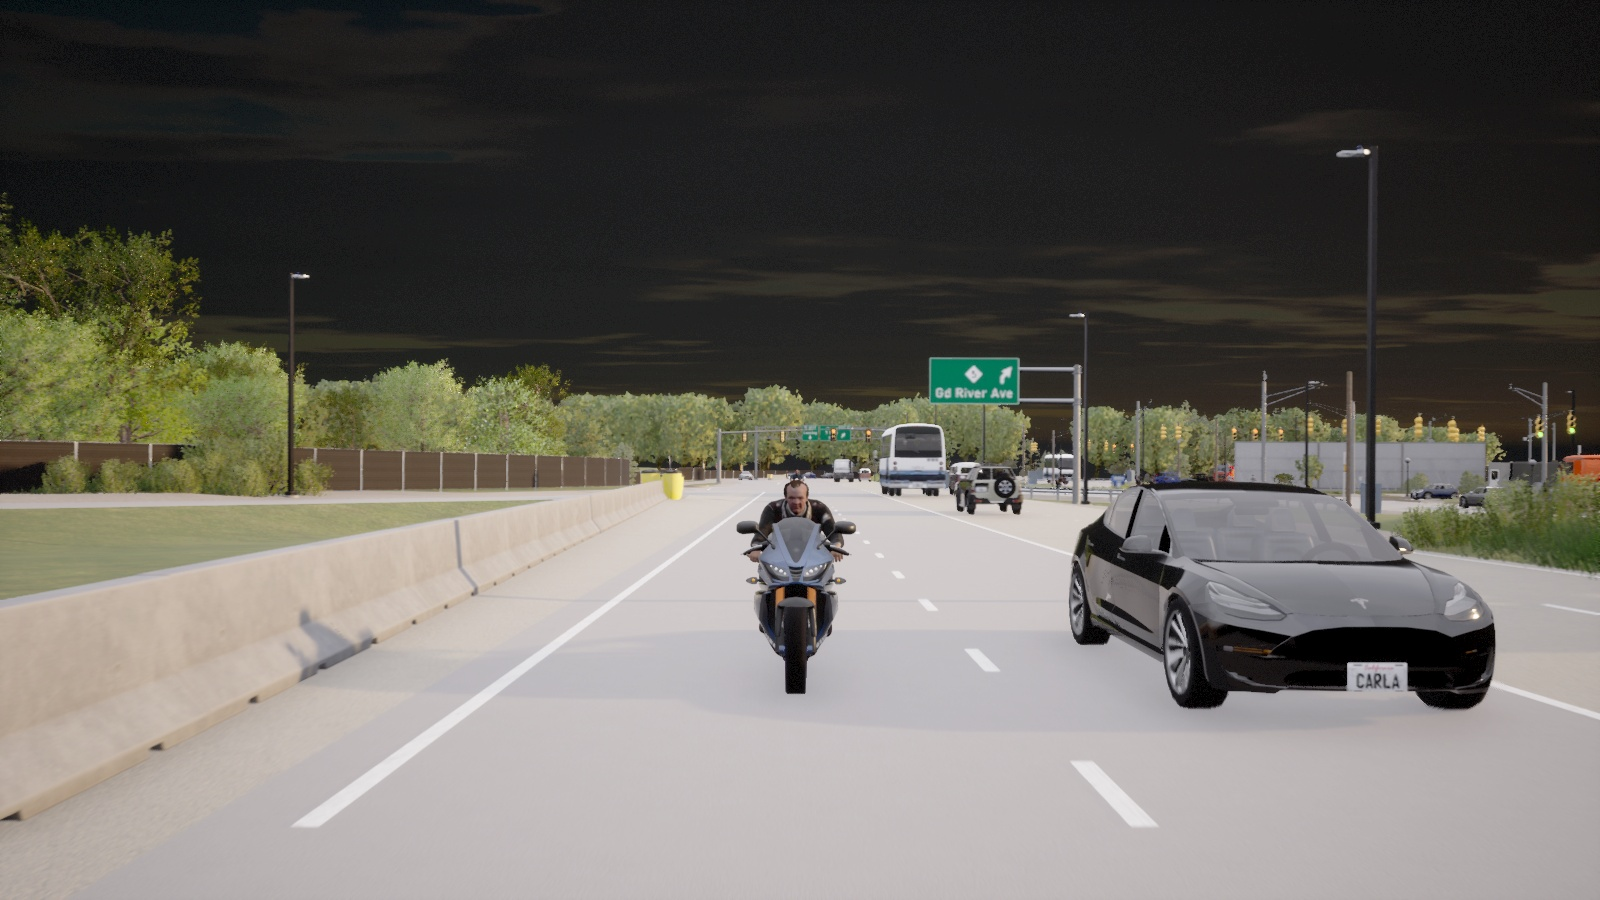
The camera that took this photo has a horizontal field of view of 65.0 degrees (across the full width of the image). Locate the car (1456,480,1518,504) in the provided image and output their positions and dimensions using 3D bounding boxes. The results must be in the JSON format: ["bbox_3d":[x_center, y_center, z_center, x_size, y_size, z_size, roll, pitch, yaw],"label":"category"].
[{"bbox_3d":[45.013,2.743,82.360,1.970,1.475,3.806,0,-1,-1],"label":"car"}]

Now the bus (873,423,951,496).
[{"bbox_3d":[6.813,0.636,78.164,3.944,4.253,10.273,0,-1,0],"label":"bus"}]

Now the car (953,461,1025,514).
[{"bbox_3d":[6.892,1.343,46.249,1.932,1.855,4.605,0,-1,0],"label":"car"}]

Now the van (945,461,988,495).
[{"bbox_3d":[10.317,1.721,78.152,2.069,2.038,4.480,0,-1,0],"label":"van"}]

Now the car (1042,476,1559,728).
[{"bbox_3d":[3.477,0.965,9.961,2.163,1.488,4.792,0,-1,0],"label":"car"}]

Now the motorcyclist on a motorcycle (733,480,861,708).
[{"bbox_3d":[-0.022,1.009,9.652,0.866,1.530,2.191,0,-1,0],"label":"motorcyclist on a motorcycle"}]

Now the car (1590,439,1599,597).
[{"bbox_3d":[10.468,0.777,13.169,1.905,1.878,3.866,0,-1,0],"label":"car"}]

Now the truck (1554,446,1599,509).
[{"bbox_3d":[45.217,1.517,68.767,2.891,3.462,7.936,0,-1,-1],"label":"truck"}]
